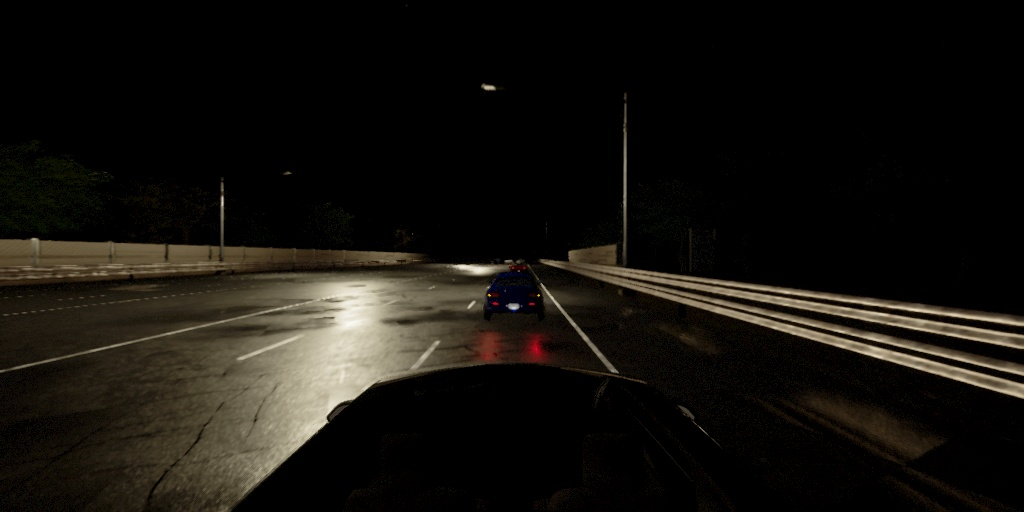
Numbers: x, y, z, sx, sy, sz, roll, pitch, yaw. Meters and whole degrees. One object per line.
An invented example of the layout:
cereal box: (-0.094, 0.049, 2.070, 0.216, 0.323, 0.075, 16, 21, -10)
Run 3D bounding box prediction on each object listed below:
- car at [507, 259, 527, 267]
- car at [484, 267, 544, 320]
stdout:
car: (0.770, 1.363, 41.258, 1.895, 1.301, 4.718, 0, 0, 2)
car: (0.084, 1.265, 12.461, 1.812, 1.442, 4.674, 0, 0, 1)
